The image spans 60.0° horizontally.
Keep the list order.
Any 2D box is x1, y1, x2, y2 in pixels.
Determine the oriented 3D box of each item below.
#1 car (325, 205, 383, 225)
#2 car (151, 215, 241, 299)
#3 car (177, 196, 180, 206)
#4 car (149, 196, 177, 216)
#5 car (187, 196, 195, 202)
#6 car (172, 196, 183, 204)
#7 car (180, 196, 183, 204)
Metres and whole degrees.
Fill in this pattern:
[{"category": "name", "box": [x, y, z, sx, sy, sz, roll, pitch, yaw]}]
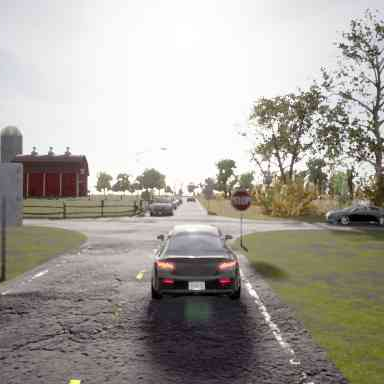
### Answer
[{"category": "car", "box": [12.916, 1.742, 25.789, 4.902, 1.511, 2.128, 1, -1, 0]}, {"category": "car", "box": [0.074, 1.529, 8.305, 1.812, 1.442, 4.674, 0, 0, 0]}, {"category": "car", "box": [-2.958, 1.544, 44.655, 1.837, 1.490, 4.892, 0, 0, 0]}, {"category": "car", "box": [-2.934, 1.374, 32.767, 2.097, 1.767, 4.553, 0, 0, 0]}, {"category": "car", "box": [-0.216, 1.656, 80.436, 1.994, 1.385, 4.181, 0, 0, 0]}, {"category": "car", "box": [-2.943, 1.556, 68.314, 1.882, 1.535, 5.008, 0, 0, 0]}, {"category": "car", "box": [-2.968, 1.606, 57.430, 2.033, 1.411, 5.357, 0, 0, 0]}]
